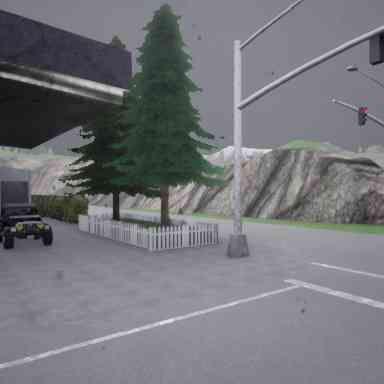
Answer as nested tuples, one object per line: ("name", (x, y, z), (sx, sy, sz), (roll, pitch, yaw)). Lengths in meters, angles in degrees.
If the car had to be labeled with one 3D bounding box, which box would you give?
("car", (-8.030, 1.505, 15.815), (1.905, 1.878, 3.866), (0, 0, -37))
